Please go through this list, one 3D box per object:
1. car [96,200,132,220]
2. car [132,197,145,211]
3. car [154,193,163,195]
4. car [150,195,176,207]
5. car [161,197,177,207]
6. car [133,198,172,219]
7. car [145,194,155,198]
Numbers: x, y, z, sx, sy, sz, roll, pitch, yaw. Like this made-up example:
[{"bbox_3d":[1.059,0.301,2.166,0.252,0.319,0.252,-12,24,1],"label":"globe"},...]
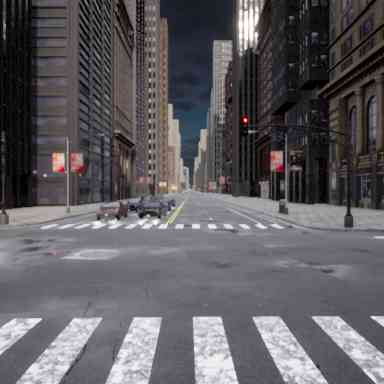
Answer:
[{"bbox_3d":[-6.635,1.509,28.077,1.812,1.442,4.674,0,0,0],"label":"car"},{"bbox_3d":[-6.649,1.575,37.185,1.895,1.301,4.718,0,0,0],"label":"car"},{"bbox_3d":[-6.595,1.214,63.804,2.150,2.045,5.566,0,0,0],"label":"car"},{"bbox_3d":[-3.398,1.464,39.250,2.128,1.511,4.902,0,0,0],"label":"car"},{"bbox_3d":[-3.418,1.507,50.237,2.033,1.411,5.357,0,0,0],"label":"car"},{"bbox_3d":[-3.362,1.529,29.511,2.033,1.411,5.357,0,0,4],"label":"car"},{"bbox_3d":[-6.662,1.468,48.080,1.837,1.490,4.892,0,0,0],"label":"car"}]
